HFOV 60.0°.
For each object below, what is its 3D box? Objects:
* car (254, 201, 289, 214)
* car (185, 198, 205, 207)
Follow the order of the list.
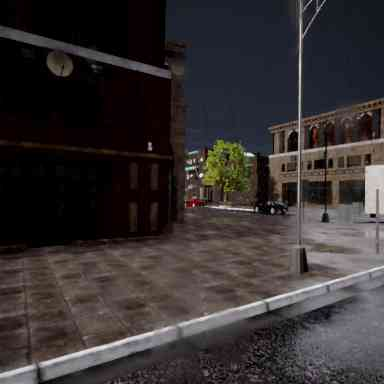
[{"bbox_3d":[8.480,1.624,35.978,2.008,1.369,4.403,1,-1,-27],"label":"car"},{"bbox_3d":[0.398,1.621,51.452,1.887,1.381,4.507,1,-1,-27],"label":"car"}]
